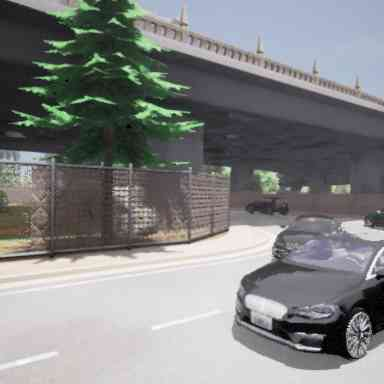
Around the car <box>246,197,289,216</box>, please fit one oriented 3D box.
[{"bbox_3d":[8.435,1.579,37.390,2.150,2.045,5.566,1,0,-27],"label":"car"}]

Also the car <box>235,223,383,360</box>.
[{"bbox_3d":[2.918,1.564,6.147,4.902,1.511,2.128,1,0,-37],"label":"car"}]

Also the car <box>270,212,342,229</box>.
[{"bbox_3d":[4.584,1.640,12.429,1.837,1.490,4.892,3,1,32],"label":"car"}]

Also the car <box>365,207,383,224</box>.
[{"bbox_3d":[13.600,1.647,22.139,2.097,1.767,4.553,1,0,-4],"label":"car"}]
